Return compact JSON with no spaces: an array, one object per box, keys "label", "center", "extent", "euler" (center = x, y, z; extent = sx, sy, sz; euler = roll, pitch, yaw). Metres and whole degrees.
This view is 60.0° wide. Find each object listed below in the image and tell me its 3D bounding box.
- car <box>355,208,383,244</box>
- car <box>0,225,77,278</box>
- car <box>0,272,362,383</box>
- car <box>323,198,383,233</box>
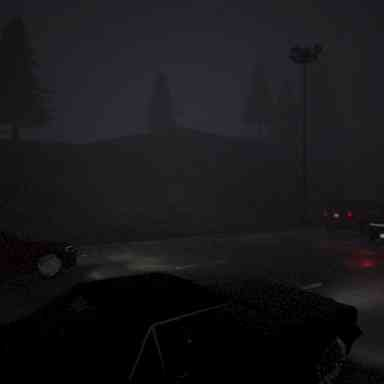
[{"label":"car","center":[9.936,1.637,15.292],"extent":[4.902,1.511,2.128],"euler":[1,0,-36]},{"label":"car","center":[-5.516,1.478,8.405],"extent":[5.008,1.535,1.882],"euler":[1,0,-36]},{"label":"car","center":[-0.169,1.616,3.628],"extent":[4.718,1.301,1.895],"euler":[1,0,-36]},{"label":"car","center":[10.028,1.390,19.693],"extent":[5.566,2.045,2.150],"euler":[1,0,-36]}]
